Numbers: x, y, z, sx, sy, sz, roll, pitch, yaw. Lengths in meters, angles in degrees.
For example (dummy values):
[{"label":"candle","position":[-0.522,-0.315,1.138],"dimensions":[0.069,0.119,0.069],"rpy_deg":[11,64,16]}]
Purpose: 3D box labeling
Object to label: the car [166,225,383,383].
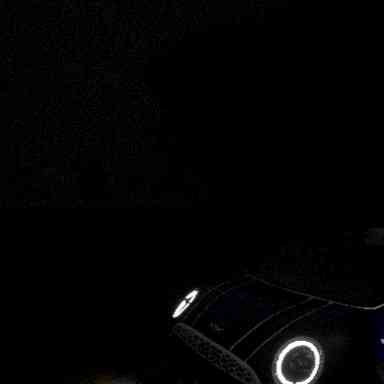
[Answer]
[{"label":"car","position":[1.927,1.306,4.300],"dimensions":[4.553,1.767,2.097],"rpy_deg":[-1,2,-34]}]
